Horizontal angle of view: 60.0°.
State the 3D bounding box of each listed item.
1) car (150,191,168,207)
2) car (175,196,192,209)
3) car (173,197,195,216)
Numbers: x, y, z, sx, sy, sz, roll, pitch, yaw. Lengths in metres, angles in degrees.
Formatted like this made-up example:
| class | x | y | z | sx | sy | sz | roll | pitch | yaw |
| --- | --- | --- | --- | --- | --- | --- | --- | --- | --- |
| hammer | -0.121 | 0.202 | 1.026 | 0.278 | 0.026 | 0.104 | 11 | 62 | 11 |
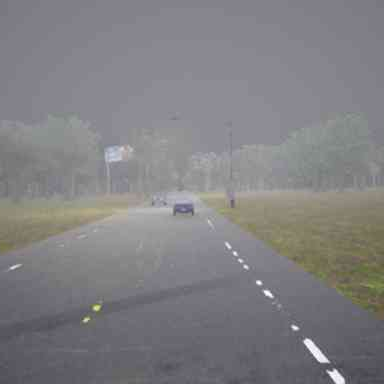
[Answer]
| class | x | y | z | sx | sy | sz | roll | pitch | yaw |
| --- | --- | --- | --- | --- | --- | --- | --- | --- | --- |
| car | -4.745 | 0.890 | 48.359 | 2.150 | 2.045 | 5.566 | -1 | 1 | -2 |
| car | -1.078 | 1.299 | 42.968 | 2.033 | 1.411 | 5.357 | -1 | 1 | -1 |
| car | -0.782 | 1.335 | 31.382 | 1.882 | 1.535 | 5.008 | -1 | 1 | -1 |
